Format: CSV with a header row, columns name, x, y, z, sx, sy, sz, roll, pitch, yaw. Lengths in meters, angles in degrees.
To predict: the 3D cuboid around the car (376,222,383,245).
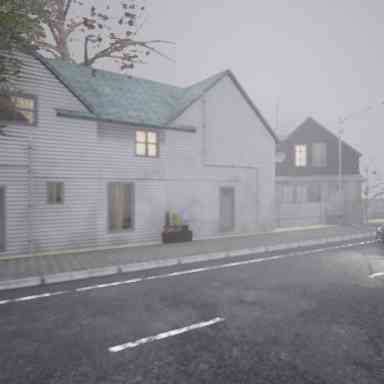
name,x,y,z,sx,sy,sz,roll,pitch,yaw
car,10.120,1.563,14.889,4.902,1.511,2.128,0,0,-35
